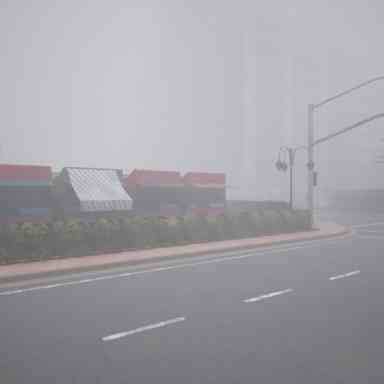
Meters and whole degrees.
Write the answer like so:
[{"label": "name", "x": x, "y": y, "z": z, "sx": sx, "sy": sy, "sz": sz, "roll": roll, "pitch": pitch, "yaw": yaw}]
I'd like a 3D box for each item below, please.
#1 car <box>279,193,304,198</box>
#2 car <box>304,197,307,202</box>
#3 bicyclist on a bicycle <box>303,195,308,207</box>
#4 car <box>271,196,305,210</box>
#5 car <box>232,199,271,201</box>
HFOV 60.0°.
[{"label": "car", "x": 16.640, "y": 1.113, "z": 57.430, "sx": 1.905, "sy": 1.878, "sz": 3.866, "roll": 0, "pitch": 0, "yaw": -36}, {"label": "car", "x": 19.031, "y": 1.113, "z": 59.142, "sx": 1.905, "sy": 1.878, "sz": 3.866, "roll": 0, "pitch": 0, "yaw": -36}, {"label": "bicyclist on a bicycle", "x": 15.563, "y": 1.245, "z": 44.947, "sx": 1.656, "sy": 1.620, "sz": 0.582, "roll": 0, "pitch": 0, "yaw": -36}, {"label": "car", "x": 8.701, "y": 1.470, "z": 33.998, "sx": 1.812, "sy": 1.442, "sz": 4.674, "roll": 0, "pitch": 0, "yaw": -36}, {"label": "car", "x": 5.037, "y": 1.435, "z": 33.088, "sx": 2.128, "sy": 1.511, "sz": 4.902, "roll": 0, "pitch": 0, "yaw": -36}]
